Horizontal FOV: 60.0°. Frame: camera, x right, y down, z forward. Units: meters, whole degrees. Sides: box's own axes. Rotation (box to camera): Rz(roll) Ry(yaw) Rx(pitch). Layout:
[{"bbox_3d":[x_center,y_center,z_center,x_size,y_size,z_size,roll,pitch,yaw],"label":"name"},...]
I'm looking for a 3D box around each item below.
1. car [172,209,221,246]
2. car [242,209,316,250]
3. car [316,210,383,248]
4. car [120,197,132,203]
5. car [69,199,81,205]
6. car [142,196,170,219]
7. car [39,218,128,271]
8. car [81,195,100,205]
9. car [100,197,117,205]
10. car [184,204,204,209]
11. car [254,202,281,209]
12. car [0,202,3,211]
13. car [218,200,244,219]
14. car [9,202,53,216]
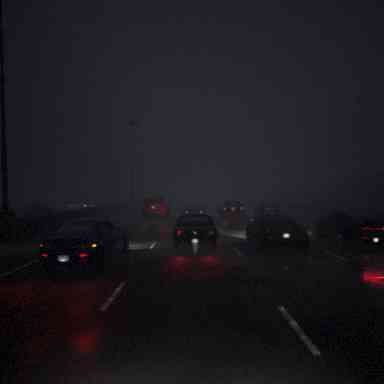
[{"bbox_3d":[0.138,1.703,15.753,1.895,1.301,4.718,0,0,0],"label":"car"},{"bbox_3d":[3.632,1.662,14.770,1.994,1.385,4.181,0,0,0],"label":"car"},{"bbox_3d":[7.134,1.608,15.304,1.837,1.490,4.892,0,0,0],"label":"car"},{"bbox_3d":[-13.808,1.796,70.613,2.097,1.767,4.553,0,0,0],"label":"car"},{"bbox_3d":[-24.309,2.029,70.164,1.895,1.301,4.718,0,0,0],"label":"car"},{"bbox_3d":[-3.319,1.421,31.146,2.150,2.045,5.566,0,0,0],"label":"car"},{"bbox_3d":[-3.382,1.596,11.070,1.812,1.442,4.674,0,0,0],"label":"car"},{"bbox_3d":[-20.809,1.660,70.157,2.150,2.045,5.566,0,0,0],"label":"car"},{"bbox_3d":[-17.308,1.794,70.623,2.097,1.767,4.553,0,0,0],"label":"car"},{"bbox_3d":[0.180,1.800,30.845,1.895,1.301,4.718,0,0,0],"label":"car"},{"bbox_3d":[7.182,1.702,32.017,2.128,1.511,4.902,0,0,0],"label":"car"},{"bbox_3d":[-17.518,1.687,29.457,1.837,1.490,4.892,0,0,0],"label":"car"},{"bbox_3d":[3.681,1.559,31.742,2.097,1.767,4.553,0,0,0],"label":"car"},{"bbox_3d":[-14.018,1.675,29.494,2.128,1.511,4.902,0,0,0],"label":"car"}]
